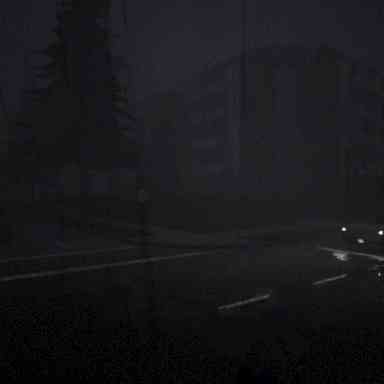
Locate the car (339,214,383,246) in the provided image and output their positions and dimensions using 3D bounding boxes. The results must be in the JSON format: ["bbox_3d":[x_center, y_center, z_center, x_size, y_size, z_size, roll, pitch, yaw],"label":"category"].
[{"bbox_3d":[8.388,1.607,14.268,4.718,1.301,1.895,0,0,-35],"label":"car"}]
